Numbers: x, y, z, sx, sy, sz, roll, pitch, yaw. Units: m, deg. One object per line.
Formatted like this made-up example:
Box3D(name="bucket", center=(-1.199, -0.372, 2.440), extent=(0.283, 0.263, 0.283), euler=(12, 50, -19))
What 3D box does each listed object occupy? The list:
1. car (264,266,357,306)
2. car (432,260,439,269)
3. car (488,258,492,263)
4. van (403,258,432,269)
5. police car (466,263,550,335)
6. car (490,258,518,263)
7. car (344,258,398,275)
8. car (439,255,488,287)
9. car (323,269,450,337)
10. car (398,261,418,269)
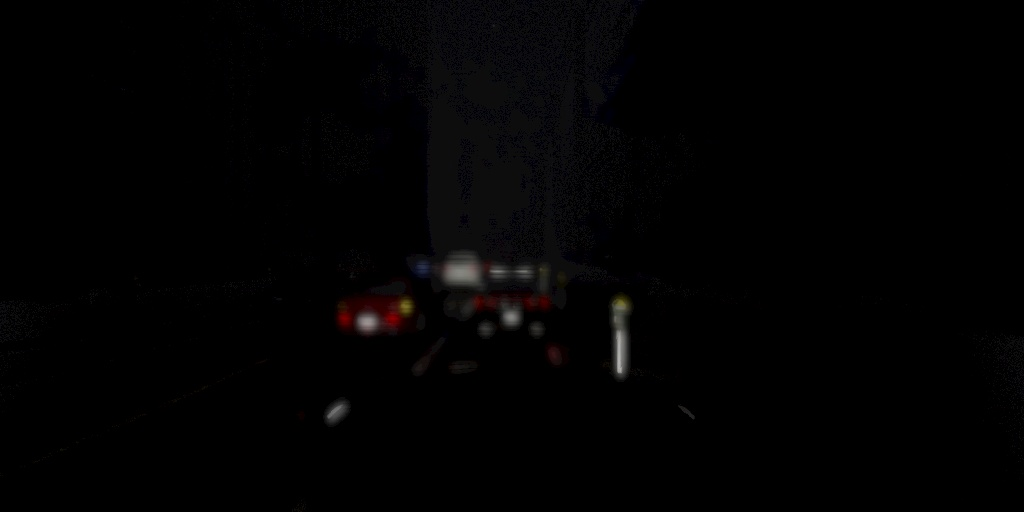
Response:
Box3D(name="car", center=(-8.908, 1.315, 15.920), extent=(1.948, 1.339, 4.313), euler=(0, 0, 0))
Box3D(name="car", center=(-8.908, 1.188, 38.467), extent=(1.967, 1.591, 4.097), euler=(0, 0, 0))
Box3D(name="car", center=(-3.077, 1.100, 40.071), extent=(2.097, 1.767, 4.553), euler=(0, 0, 0))
Box3D(name="van", center=(-8.908, 1.090, 32.830), extent=(1.690, 1.789, 3.998), euler=(0, 0, 0))
Box3D(name="police car", center=(-0.012, 1.174, 10.610), extent=(1.930, 1.638, 5.238), euler=(0, 0, 0))
Box3D(name="car", center=(-0.383, 1.189, 27.203), extent=(1.967, 1.591, 4.097), euler=(0, 0, 0))
Box3D(name="car", center=(-8.908, 1.064, 21.556), extent=(2.192, 1.841, 5.009), euler=(0, 0, 0))
Box3D(name="car", center=(-3.082, 0.972, 24.100), extent=(2.150, 2.045, 5.566), euler=(0, 0, 0))
Box3D(name="car", center=(-3.144, 1.275, 10.127), extent=(1.812, 1.442, 4.674), euler=(0, 0, 0))
Box3D(name="car", center=(-8.908, 1.294, 27.194), extent=(1.888, 1.381, 4.507), euler=(0, 0, 0))
